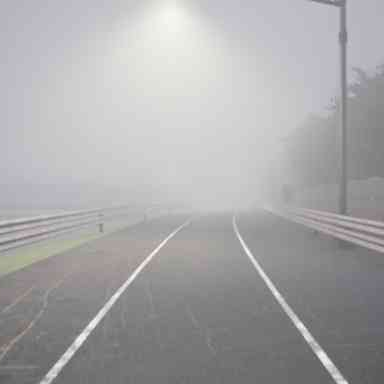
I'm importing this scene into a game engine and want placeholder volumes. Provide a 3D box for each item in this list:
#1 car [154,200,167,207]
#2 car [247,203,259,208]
[{"bbox_3d":[-5.531,2.388,64.177,4.553,1.767,2.097,2,-3,-38],"label":"car"},{"bbox_3d":[16.029,3.537,86.814,1.994,1.385,4.181,-1,-3,35],"label":"car"}]
